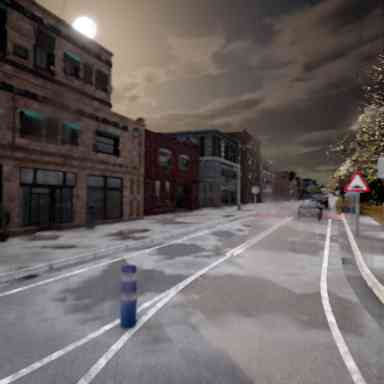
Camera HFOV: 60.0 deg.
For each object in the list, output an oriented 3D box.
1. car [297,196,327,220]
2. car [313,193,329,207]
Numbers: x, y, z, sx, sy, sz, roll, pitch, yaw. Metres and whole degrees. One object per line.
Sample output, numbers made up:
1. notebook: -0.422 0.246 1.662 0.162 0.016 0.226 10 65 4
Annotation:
1. car: 10.118 1.480 28.417 2.128 1.511 4.902 0 3 23
2. car: 18.894 1.217 49.184 2.150 2.045 5.566 0 1 24
